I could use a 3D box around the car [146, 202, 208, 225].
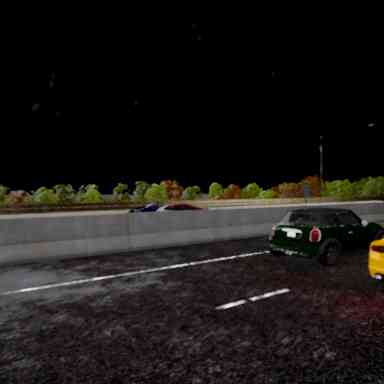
[{"bbox_3d":[-1.098,1.518,24.687,4.181,1.385,1.994,0,0,-35],"label":"car"}]

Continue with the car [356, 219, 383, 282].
[{"bbox_3d":[6.405,1.443,8.310,5.008,1.535,1.882,0,0,-35],"label":"car"}]

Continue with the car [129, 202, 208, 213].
[{"bbox_3d":[-1.239,1.441,20.294,5.008,1.535,1.882,0,0,-35],"label":"car"}]

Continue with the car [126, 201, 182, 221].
[{"bbox_3d":[-3.116,1.518,27.547,4.181,1.385,1.994,0,0,-35],"label":"car"}]

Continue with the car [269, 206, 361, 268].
[{"bbox_3d":[4.786,1.315,11.457,4.553,1.767,2.097,0,0,-35],"label":"car"}]
